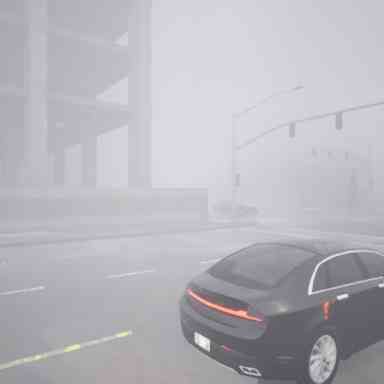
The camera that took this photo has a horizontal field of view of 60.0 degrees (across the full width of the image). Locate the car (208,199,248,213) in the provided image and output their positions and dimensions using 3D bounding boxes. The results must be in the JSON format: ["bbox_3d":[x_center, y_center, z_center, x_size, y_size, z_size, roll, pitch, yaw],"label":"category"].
[{"bbox_3d":[3.991,1.513,37.850,1.812,1.442,4.674,0,0,-36],"label":"car"}]

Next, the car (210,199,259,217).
[{"bbox_3d":[4.128,1.590,31.696,1.895,1.301,4.718,0,0,-36],"label":"car"}]

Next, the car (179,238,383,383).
[{"bbox_3d":[2.106,1.502,5.292,4.892,1.490,1.837,0,0,-35],"label":"car"}]
